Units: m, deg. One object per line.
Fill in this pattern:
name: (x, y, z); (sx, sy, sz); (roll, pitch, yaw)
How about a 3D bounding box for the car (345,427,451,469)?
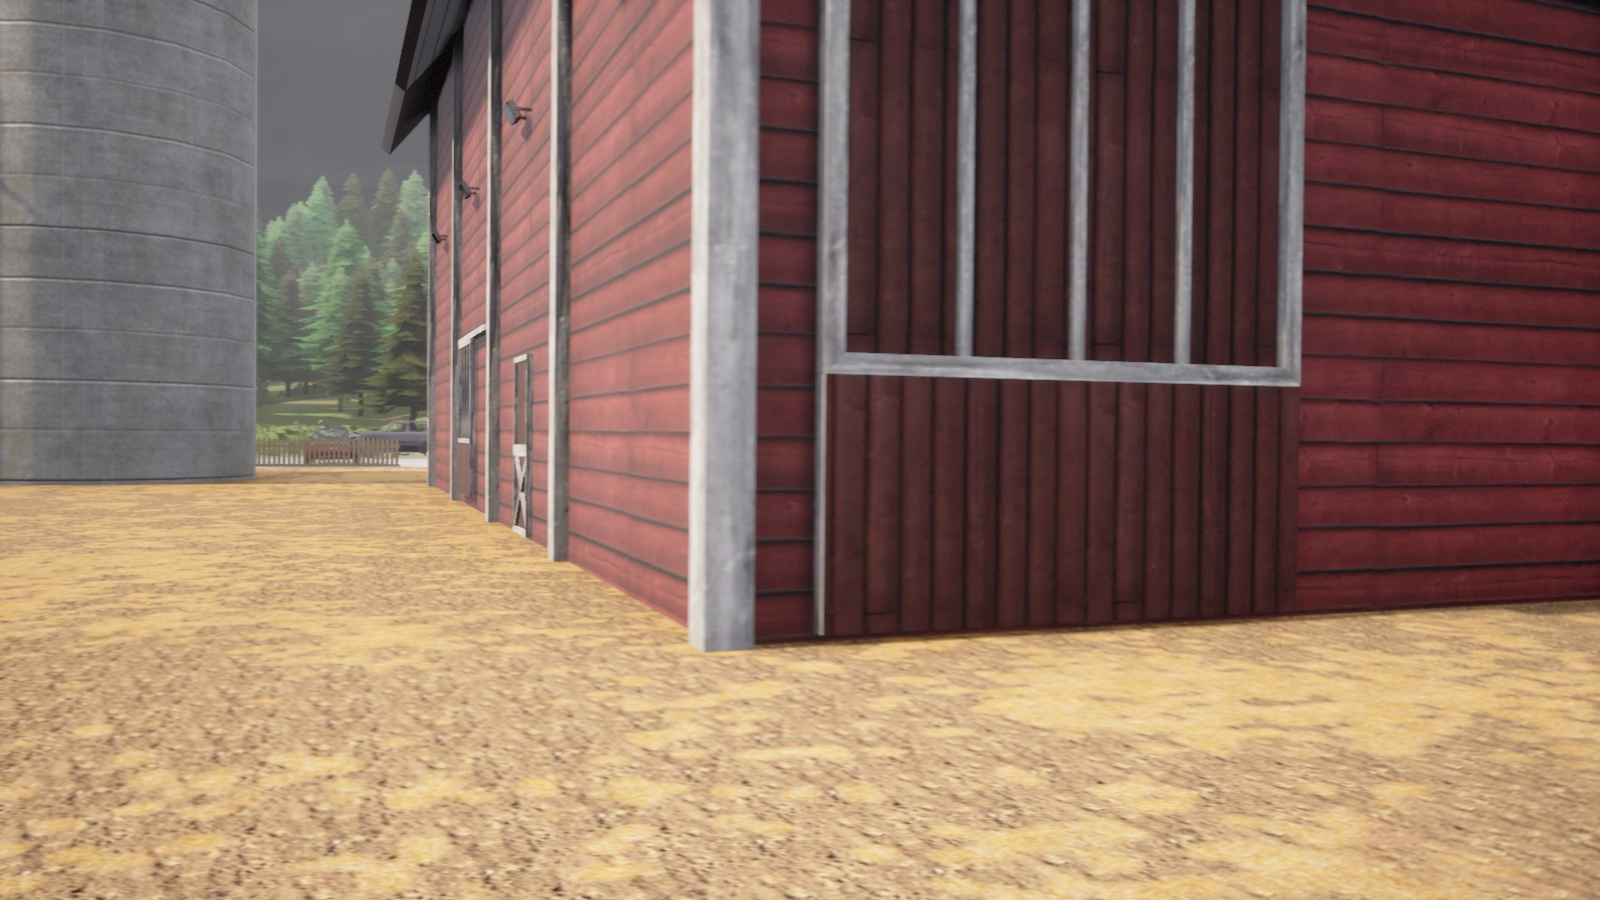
car: (-18.739, -0.134, 58.482); (4.605, 1.855, 1.932); (-1, 1, -20)
